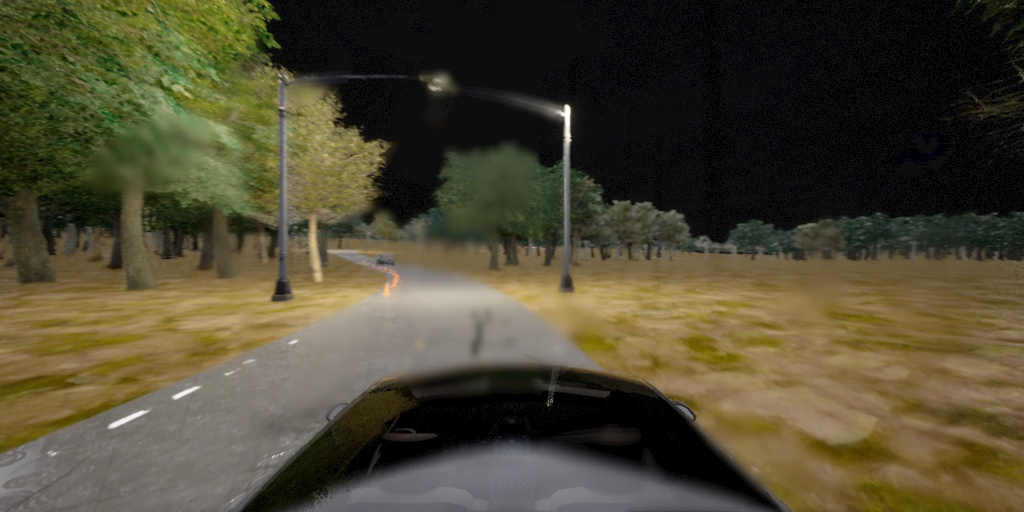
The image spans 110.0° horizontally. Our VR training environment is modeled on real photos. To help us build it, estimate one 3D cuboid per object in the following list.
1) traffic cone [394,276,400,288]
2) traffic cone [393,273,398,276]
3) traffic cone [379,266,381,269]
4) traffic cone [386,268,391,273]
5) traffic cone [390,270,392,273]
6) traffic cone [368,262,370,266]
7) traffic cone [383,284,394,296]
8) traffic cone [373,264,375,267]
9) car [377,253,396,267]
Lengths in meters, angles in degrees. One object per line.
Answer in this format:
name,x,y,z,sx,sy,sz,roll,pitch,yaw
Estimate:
traffic cone,-7.695,1.787,23.621,0.340,0.580,0.340,0,0,-15
traffic cone,-9.028,1.796,28.317,0.340,0.580,0.340,0,0,-17
traffic cone,-18.672,1.532,50.688,0.340,0.580,0.340,0,0,-30
traffic cone,-14.232,1.701,41.996,0.340,0.580,0.340,0,0,-25
traffic cone,-12.299,1.753,37.514,0.340,0.580,0.340,0,0,-22
traffic cone,-23.709,1.278,59.273,0.340,0.580,0.340,0,0,-30
traffic cone,-6.568,1.771,18.870,0.340,0.580,0.340,0,0,-12
traffic cone,-21.173,1.416,54.965,0.340,0.580,0.340,0,0,-30
car,-20.555,0.601,58.439,2.150,2.045,5.566,0,2,-30
